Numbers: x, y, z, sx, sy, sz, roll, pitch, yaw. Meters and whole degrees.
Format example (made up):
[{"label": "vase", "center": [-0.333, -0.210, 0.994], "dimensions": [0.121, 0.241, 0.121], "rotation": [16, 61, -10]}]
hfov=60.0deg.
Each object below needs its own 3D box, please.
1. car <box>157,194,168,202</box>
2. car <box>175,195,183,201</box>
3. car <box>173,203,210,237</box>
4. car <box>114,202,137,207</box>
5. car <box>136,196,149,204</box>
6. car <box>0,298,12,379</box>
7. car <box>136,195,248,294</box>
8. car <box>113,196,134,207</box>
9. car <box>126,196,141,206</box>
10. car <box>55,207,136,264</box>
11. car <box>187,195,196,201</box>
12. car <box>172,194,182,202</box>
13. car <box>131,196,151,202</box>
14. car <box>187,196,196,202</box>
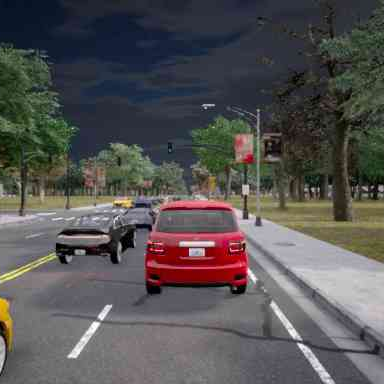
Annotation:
[{"label": "car", "center": [-6.627, 1.401, 75.972], "dimensions": [2.097, 1.767, 4.553], "rotation": [0, 0, 0]}, {"label": "car", "center": [-3.395, 1.551, 86.775], "dimensions": [1.895, 1.301, 4.718], "rotation": [0, 0, 0]}, {"label": "car", "center": [-0.031, 1.483, 19.236], "dimensions": [1.882, 1.535, 5.008], "rotation": [0, 0, 0]}, {"label": "car", "center": [-3.184, 1.570, 20.493], "dimensions": [1.994, 1.385, 4.181], "rotation": [0, 0, 0]}, {"label": "car", "center": [-9.883, 1.551, 66.743], "dimensions": [1.837, 1.490, 4.892], "rotation": [0, 0, 0]}, {"label": "car", "center": [-3.153, 1.478, 2.120], "dimensions": [1.882, 1.535, 5.008], "rotation": [0, 0, 0]}, {"label": "car", "center": [0.087, 1.223, 8.919], "dimensions": [2.150, 2.045, 5.566], "rotation": [0, 0, 0]}, {"label": "car", "center": [-9.916, 1.501, 47.445], "dimensions": [1.882, 1.535, 5.008], "rotation": [0, 0, 0]}, {"label": "car", "center": [-9.926, 1.538, 56.743], "dimensions": [1.837, 1.490, 4.892], "rotation": [0, 0, 0]}, {"label": "car", "center": [-3.167, 1.494, 11.829], "dimensions": [2.128, 1.511, 4.902], "rotation": [0, 0, 0]}, {"label": "car", "center": [-0.145, 1.481, 86.751], "dimensions": [2.128, 1.511, 4.902], "rotation": [0, 0, 0]}, {"label": "car", "center": [-3.378, 1.415, 76.717], "dimensions": [2.097, 1.767, 4.553], "rotation": [0, 0, 0]}, {"label": "car", "center": [-6.674, 1.623, 46.003], "dimensions": [1.895, 1.301, 4.718], "rotation": [0, 0, 0]}, {"label": "car", "center": [-0.127, 1.599, 76.335], "dimensions": [2.033, 1.411, 5.357], "rotation": [0, 0, 0]}]
